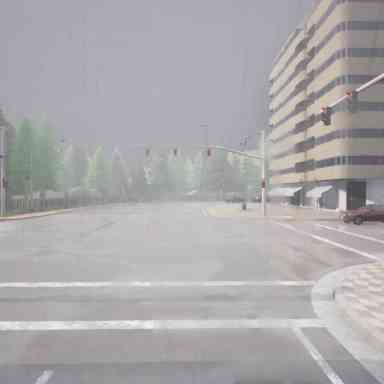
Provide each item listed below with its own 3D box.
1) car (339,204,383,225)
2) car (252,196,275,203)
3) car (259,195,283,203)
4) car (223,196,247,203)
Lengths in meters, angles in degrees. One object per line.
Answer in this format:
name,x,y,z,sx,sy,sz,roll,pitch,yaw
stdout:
car,13.167,1.581,24.113,4.674,1.442,1.812,0,0,-1
car,14.204,1.526,67.860,4.674,1.442,1.812,0,0,-34
car,17.555,1.525,73.762,4.902,1.511,2.128,0,0,-23
car,8.891,1.547,68.158,5.357,1.411,2.033,0,0,-38
